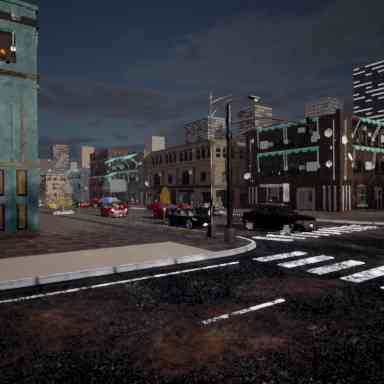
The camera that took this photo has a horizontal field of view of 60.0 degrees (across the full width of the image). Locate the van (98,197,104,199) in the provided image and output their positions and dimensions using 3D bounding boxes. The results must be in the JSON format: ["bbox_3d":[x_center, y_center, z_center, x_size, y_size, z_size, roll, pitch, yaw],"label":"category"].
[{"bbox_3d":[-14.410,1.907,58.099,1.690,1.788,3.998,-1,0,-36],"label":"van"}]

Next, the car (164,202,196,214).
[{"bbox_3d":[-1.528,1.904,40.089,1.802,1.307,4.206,-2,0,-36],"label":"car"}]

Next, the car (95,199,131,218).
[{"bbox_3d":[-8.347,1.846,35.213,1.967,1.590,4.097,-1,0,-36],"label":"car"}]

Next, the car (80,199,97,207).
[{"bbox_3d":[-20.844,2.228,67.105,1.887,1.381,4.507,-1,0,-36],"label":"car"}]

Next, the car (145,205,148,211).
[{"bbox_3d":[-4.746,1.966,44.591,1.802,1.307,4.206,-2,0,-36],"label":"car"}]

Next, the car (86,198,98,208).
[{"bbox_3d":[-17.630,1.940,62.602,2.192,1.841,5.009,-1,0,-36],"label":"car"}]

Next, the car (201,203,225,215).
[{"bbox_3d":[1.691,1.810,35.586,2.008,1.369,4.403,-2,0,-36],"label":"car"}]

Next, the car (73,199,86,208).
[{"bbox_3d":[-20.567,2.230,62.277,1.994,1.385,4.181,-1,0,-36],"label":"car"}]

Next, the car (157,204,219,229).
[{"bbox_3d":[-0.372,1.815,23.854,1.947,1.339,4.313,-2,0,-36],"label":"car"}]

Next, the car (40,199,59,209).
[{"bbox_3d":[-24.342,2.233,57.588,1.752,1.417,4.829,-1,0,-36],"label":"car"}]

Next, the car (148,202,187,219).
[{"bbox_3d":[-1.958,1.861,30.751,1.994,1.385,4.181,-1,0,-36],"label":"car"}]

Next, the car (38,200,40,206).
[{"bbox_3d":[-30.879,2.376,66.733,2.008,1.369,4.403,-1,0,-36],"label":"car"}]

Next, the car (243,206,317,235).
[{"bbox_3d":[5.188,1.619,20.234,1.882,1.535,5.008,-1,-1,-32],"label":"car"}]

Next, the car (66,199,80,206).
[{"bbox_3d":[-27.282,2.364,76.110,1.947,1.339,4.313,-1,0,-36],"label":"car"}]
